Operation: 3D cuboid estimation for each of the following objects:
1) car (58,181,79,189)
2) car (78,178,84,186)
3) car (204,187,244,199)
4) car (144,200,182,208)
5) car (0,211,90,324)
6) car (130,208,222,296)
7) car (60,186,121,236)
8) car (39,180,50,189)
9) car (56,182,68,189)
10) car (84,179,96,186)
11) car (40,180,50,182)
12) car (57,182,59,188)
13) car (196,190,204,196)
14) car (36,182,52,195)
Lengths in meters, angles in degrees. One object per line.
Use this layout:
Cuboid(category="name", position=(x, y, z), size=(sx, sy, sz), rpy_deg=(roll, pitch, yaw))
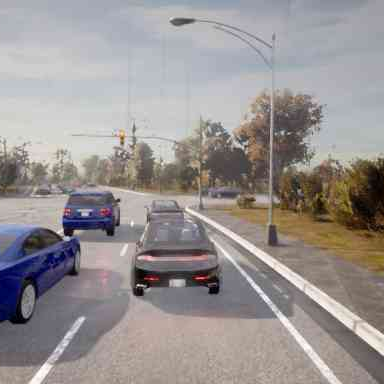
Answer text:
Cuboid(category="car", position=(-19.495, -0.517, 52.539), size=(2.128, 1.511, 4.902), rpy_deg=(-1, 3, -23))
Cuboid(category="car", position=(-28.401, -2.018, 81.138), size=(2.097, 1.767, 4.553), rpy_deg=(-1, 3, -24))
Cuboid(category="car", position=(4.496, 0.076, 43.645), size=(4.892, 1.490, 1.837), rpy_deg=(0, 3, -21))
Cuboid(category="car", position=(-1.512, 1.158, 17.809), size=(2.128, 1.511, 4.902), rpy_deg=(0, 2, -8))
Cuboid(category="car", position=(-3.811, 1.424, 7.033), size=(1.882, 1.535, 5.008), rpy_deg=(0, 1, -4))
Cuboid(category="car", position=(-0.441, 1.407, 8.494), size=(2.128, 1.511, 4.902), rpy_deg=(0, 1, -4))
Cuboid(category="car", position=(-4.845, 0.936, 16.591), size=(2.150, 2.045, 5.566), rpy_deg=(0, 2, -8))
Cuboid(category="car", position=(-32.294, -1.625, 72.794), size=(2.097, 1.767, 4.553), rpy_deg=(-1, 3, -24))
Cuboid(category="car", position=(-28.944, -1.509, 73.888), size=(2.128, 1.511, 4.902), rpy_deg=(-1, 3, -24))
Cuboid(category="car", position=(-25.240, -1.851, 82.652), size=(1.895, 1.301, 4.718), rpy_deg=(-1, 3, -24))
Cuboid(category="car", position=(-27.860, -1.302, 63.028), size=(2.150, 2.045, 5.566), rpy_deg=(-1, 3, -24))
Cuboid(category="car", position=(-24.399, -1.060, 63.866), size=(1.837, 1.490, 4.892), rpy_deg=(-1, 3, -24))
Cuboid(category="car", position=(2.994, 0.007, 46.839), size=(4.718, 1.301, 1.895), rpy_deg=(0, 3, -20))
Cuboid(category="car", position=(-22.230, -0.358, 49.992), size=(1.812, 1.442, 4.674), rpy_deg=(-1, 3, -23))
